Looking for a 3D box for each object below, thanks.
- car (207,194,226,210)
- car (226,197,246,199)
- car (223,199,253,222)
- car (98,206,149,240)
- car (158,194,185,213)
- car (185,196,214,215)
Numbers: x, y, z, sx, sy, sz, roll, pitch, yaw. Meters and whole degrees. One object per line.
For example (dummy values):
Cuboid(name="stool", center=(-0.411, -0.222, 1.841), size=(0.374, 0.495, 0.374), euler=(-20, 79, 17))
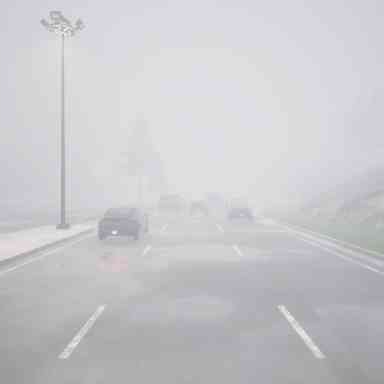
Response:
Cuboid(name="car", center=(3.301, 1.221, 44.091), size=(2.150, 2.045, 5.566), euler=(0, 0, 16))
Cuboid(name="car", center=(5.769, 1.352, 39.764), size=(2.097, 1.767, 4.553), euler=(0, 0, 15))
Cuboid(name="car", center=(3.722, 1.525, 26.620), size=(1.812, 1.442, 4.674), euler=(0, 0, 2))
Cuboid(name="car", center=(-3.398, 1.505, 17.015), size=(1.837, 1.490, 4.892), euler=(0, 0, 0))
Cuboid(name="car", center=(-2.101, 1.222, 37.315), size=(2.150, 2.045, 5.566), euler=(0, 0, 12))
Cuboid(name="car", center=(0.850, 1.505, 33.912), size=(1.837, 1.490, 4.892), euler=(0, 0, 8))
